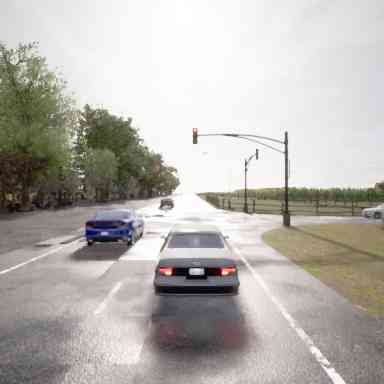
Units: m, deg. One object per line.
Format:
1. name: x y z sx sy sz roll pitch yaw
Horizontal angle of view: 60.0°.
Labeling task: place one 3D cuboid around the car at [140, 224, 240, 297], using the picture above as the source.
1. car: 0.082 1.550 8.778 2.033 1.411 5.357 0 0 0

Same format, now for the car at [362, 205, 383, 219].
1. car: 18.618 1.785 31.461 4.674 1.442 1.812 1 -1 0

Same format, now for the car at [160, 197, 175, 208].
1. car: -3.510 1.510 47.725 1.837 1.490 4.892 0 0 0

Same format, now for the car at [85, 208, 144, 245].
1. car: -3.433 1.481 15.499 1.882 1.535 5.008 0 0 0
